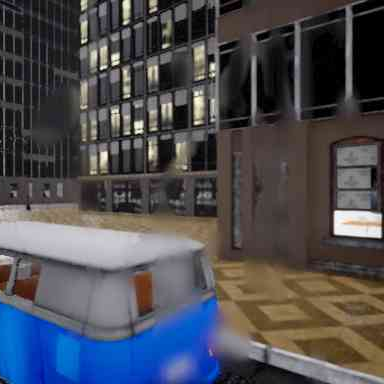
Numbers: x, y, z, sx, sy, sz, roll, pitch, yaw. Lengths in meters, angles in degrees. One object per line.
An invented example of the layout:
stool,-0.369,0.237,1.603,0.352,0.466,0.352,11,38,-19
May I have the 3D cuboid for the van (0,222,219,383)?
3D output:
van,-1.621,1.330,4.033,3.998,1.788,1.690,0,0,35
